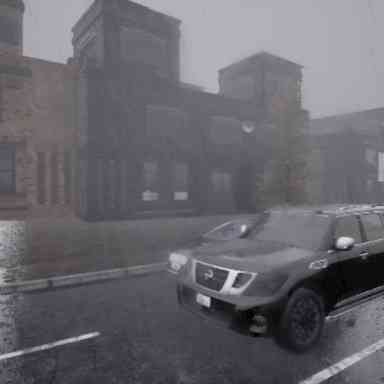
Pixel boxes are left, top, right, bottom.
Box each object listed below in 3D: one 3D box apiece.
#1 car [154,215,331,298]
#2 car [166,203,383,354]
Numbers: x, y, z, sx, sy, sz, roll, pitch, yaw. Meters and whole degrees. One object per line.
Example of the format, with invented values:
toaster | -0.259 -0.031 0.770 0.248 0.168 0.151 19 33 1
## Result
car | 1.594 1.552 9.453 4.902 1.511 2.128 1 0 -36
car | 2.403 1.272 6.570 5.566 2.045 2.150 1 0 -36
